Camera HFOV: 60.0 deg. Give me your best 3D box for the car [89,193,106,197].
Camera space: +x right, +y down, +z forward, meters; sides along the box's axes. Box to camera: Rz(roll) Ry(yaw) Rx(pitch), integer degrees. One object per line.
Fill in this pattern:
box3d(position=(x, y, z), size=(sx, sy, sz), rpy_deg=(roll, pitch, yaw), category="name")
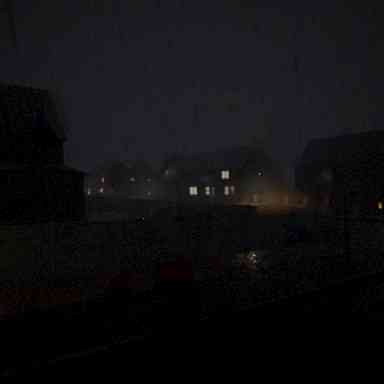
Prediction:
box3d(position=(-14.198, 0.968, 50.010), size=(1.837, 1.490, 4.892), rpy_deg=(-2, 2, -40), category="car")
